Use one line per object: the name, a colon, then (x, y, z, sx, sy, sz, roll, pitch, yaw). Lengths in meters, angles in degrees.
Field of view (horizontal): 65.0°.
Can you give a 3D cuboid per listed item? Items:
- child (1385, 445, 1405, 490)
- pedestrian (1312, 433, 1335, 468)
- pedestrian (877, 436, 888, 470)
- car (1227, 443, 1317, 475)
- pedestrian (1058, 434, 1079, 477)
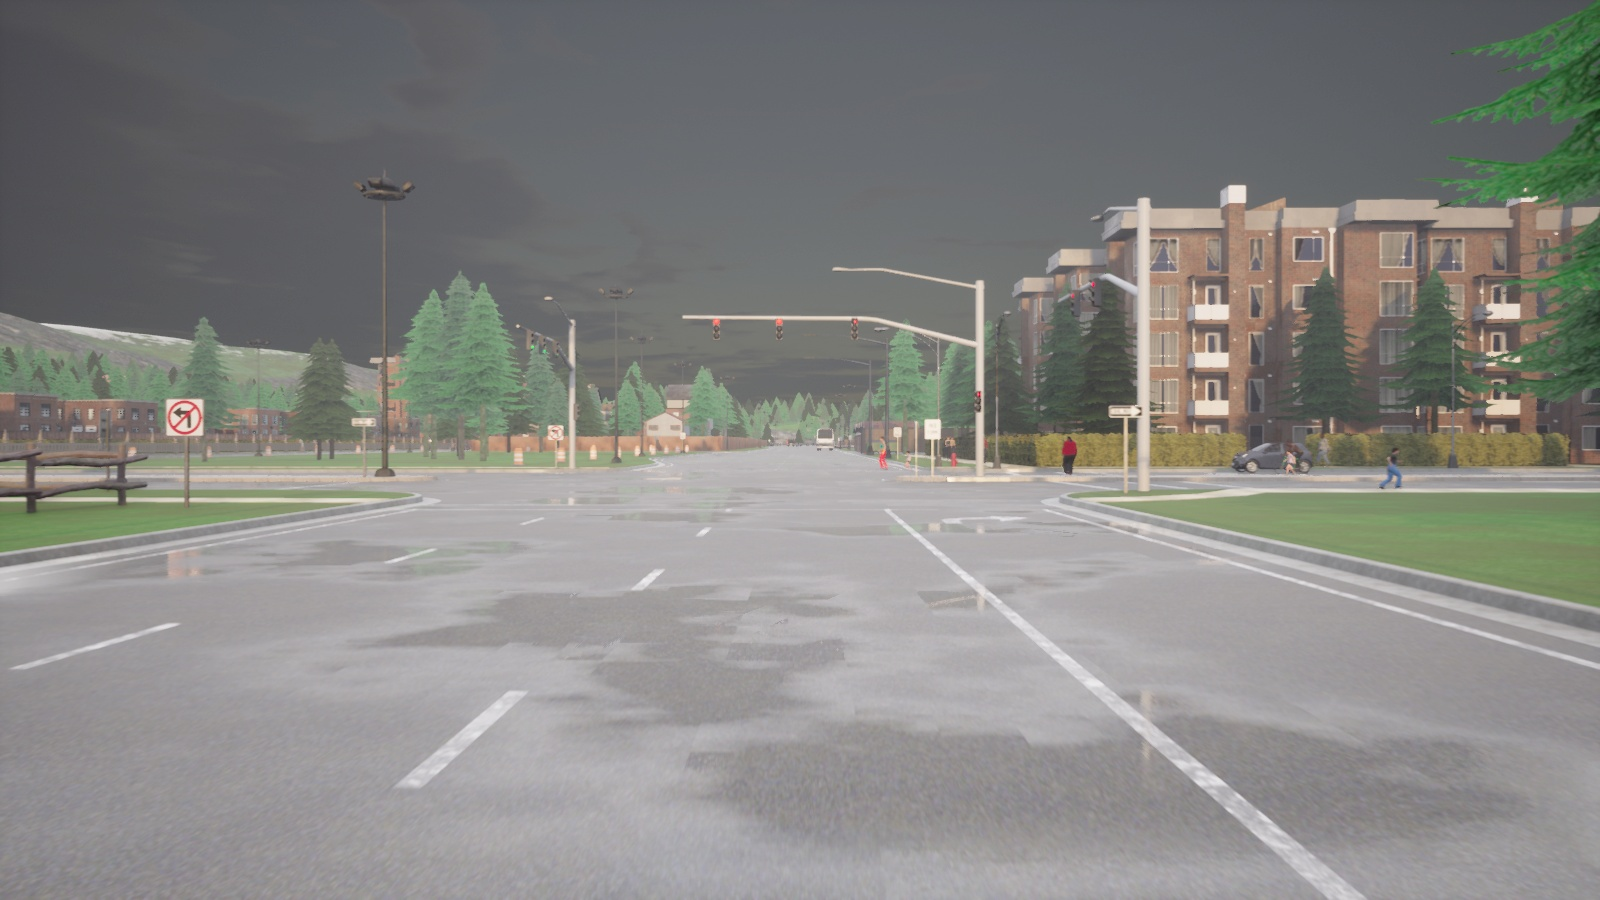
child: (16.762, 0.490, 35.366, 0.437, 1.263, 0.270, 0, 0, 8)
pedestrian: (28.210, 0.027, 67.714, 0.900, 1.855, 0.874, 0, 0, 2)
pedestrian: (4.418, 0.162, 67.445, 0.594, 1.836, 0.345, 0, 0, 6)
car: (22.824, 0.436, 60.835, 3.633, 1.501, 1.845, 0, 0, 0)
pedestrian: (11.768, 0.228, 54.958, 0.634, 1.844, 0.899, 0, 0, -7)
